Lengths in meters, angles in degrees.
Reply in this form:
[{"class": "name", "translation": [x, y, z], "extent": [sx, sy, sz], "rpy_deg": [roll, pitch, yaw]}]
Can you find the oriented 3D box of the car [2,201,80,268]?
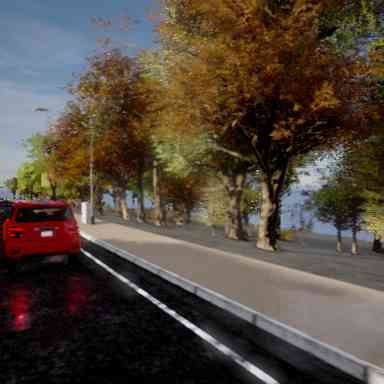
[{"class": "car", "translation": [-5.592, 1.339, 12.144], "extent": [2.150, 2.045, 5.566], "rpy_deg": [0, 0, -29]}]
